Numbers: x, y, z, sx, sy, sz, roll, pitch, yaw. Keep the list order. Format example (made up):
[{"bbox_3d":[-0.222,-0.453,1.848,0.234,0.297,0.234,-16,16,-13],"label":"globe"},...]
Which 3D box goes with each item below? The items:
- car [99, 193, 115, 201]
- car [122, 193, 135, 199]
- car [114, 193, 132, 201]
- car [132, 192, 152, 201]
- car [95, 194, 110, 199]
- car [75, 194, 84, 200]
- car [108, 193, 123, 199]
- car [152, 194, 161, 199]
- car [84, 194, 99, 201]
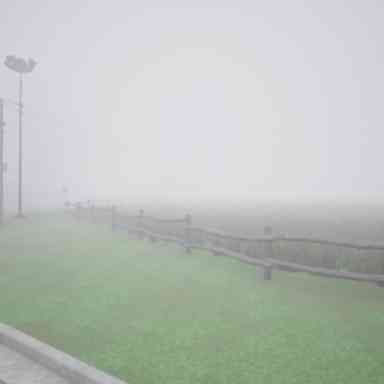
[{"bbox_3d":[-17.842,1.219,73.423,2.033,1.411,5.357,0,0,10],"label":"car"},{"bbox_3d":[-15.983,1.048,83.675,1.994,1.385,4.181,0,0,10],"label":"car"},{"bbox_3d":[-14.399,1.236,72.799,2.033,1.411,5.357,0,0,10],"label":"car"},{"bbox_3d":[-10.875,1.309,72.614,1.895,1.301,4.718,0,0,10],"label":"car"},{"bbox_3d":[-22.865,1.056,84.954,1.895,1.301,4.718,0,0,10],"label":"car"},{"bbox_3d":[-24.631,1.159,75.219,1.812,1.442,4.674,0,0,10],"label":"car"},{"bbox_3d":[-19.426,0.956,84.300,1.882,1.535,5.008,0,0,10],"label":"car"},{"bbox_3d":[-9.095,1.083,82.427,1.994,1.385,4.181,0,0,10],"label":"car"},{"bbox_3d":[-21.286,1.129,74.047,1.882,1.535,5.008,0,0,10],"label":"car"}]
